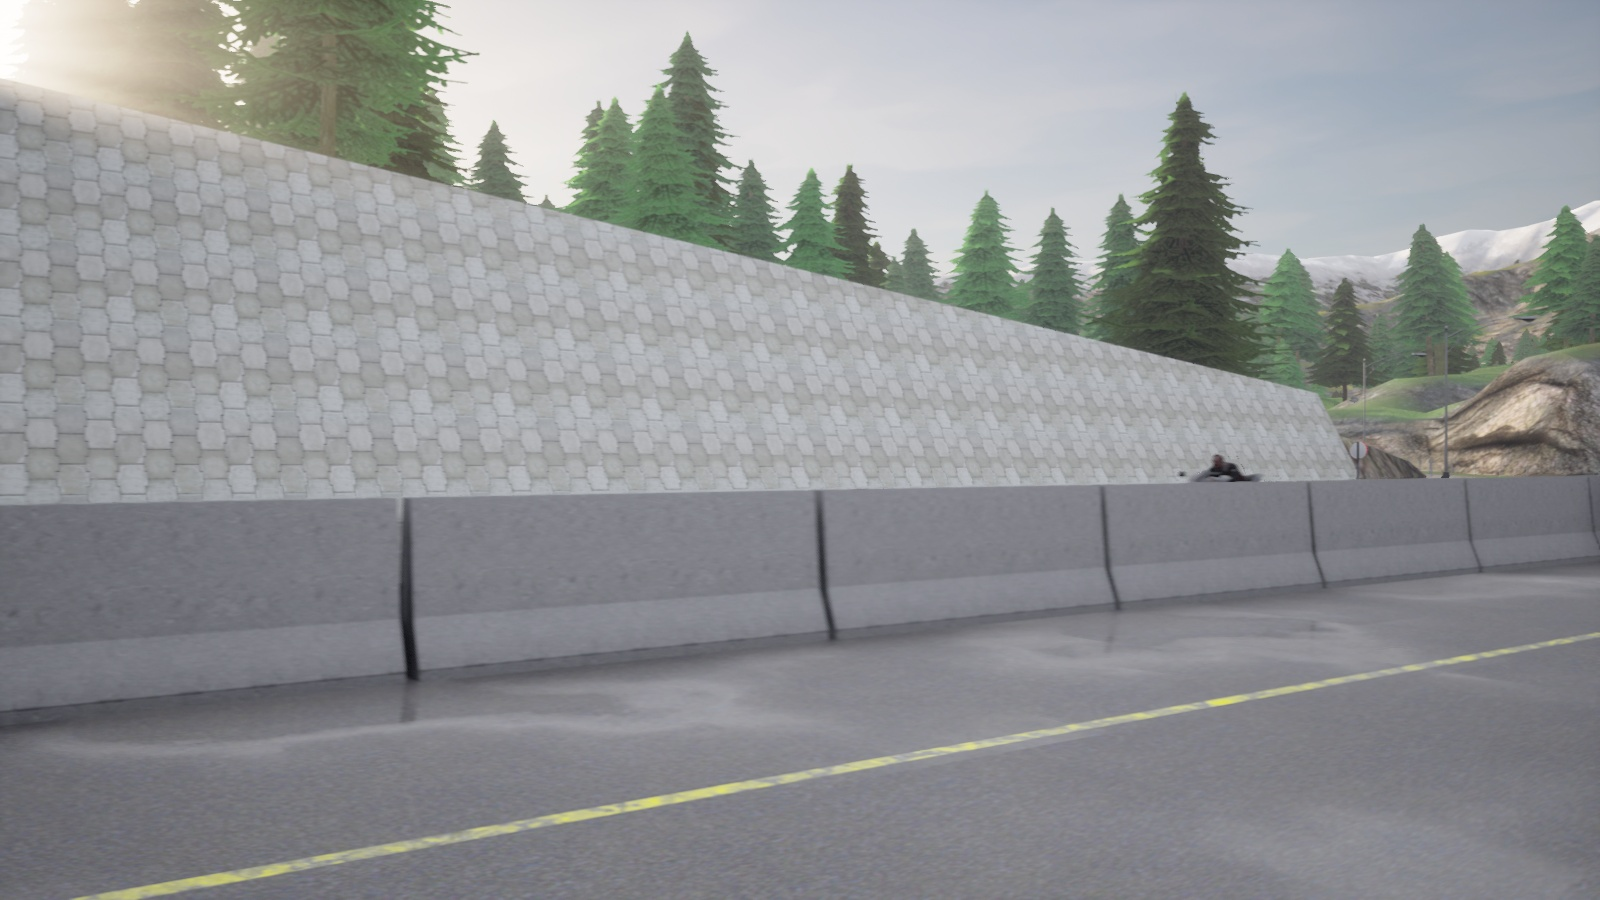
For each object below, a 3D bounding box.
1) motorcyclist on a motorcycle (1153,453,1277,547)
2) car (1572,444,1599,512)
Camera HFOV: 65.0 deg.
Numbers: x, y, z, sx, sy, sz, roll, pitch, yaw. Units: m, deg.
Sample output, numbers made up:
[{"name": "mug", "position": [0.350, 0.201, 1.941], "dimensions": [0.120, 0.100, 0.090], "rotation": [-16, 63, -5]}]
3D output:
[{"name": "motorcyclist on a motorcycle", "position": [7.078, 0.817, 21.378], "dimensions": [2.191, 1.530, 0.866], "rotation": [0, 0, -35]}, {"name": "car", "position": [21.041, 0.675, 31.097], "dimensions": [3.988, 1.617, 1.851], "rotation": [0, 0, -35]}]
